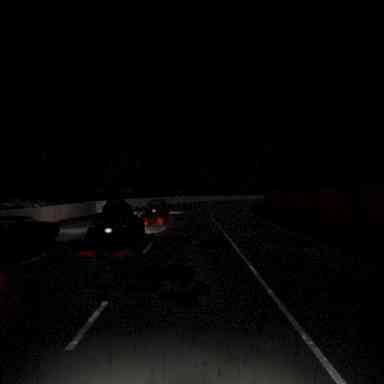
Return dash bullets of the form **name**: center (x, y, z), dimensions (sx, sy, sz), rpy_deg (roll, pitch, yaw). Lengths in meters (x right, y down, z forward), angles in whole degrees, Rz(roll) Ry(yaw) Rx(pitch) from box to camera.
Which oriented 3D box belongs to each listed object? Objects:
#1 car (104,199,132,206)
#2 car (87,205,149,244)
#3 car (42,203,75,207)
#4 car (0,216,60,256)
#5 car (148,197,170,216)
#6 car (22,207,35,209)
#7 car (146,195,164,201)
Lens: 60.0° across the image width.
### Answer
- **car**: center (-6.760, 1.452, 30.435), dimensions (1.837, 1.490, 4.892), rpy_deg (0, 0, 2)
- **car**: center (-3.403, 1.537, 15.534), dimensions (1.994, 1.385, 4.181), rpy_deg (0, 0, 0)
- **car**: center (-13.668, 1.444, 34.987), dimensions (1.837, 1.490, 4.892), rpy_deg (0, 0, 5)
- **car**: center (-6.903, 1.578, 12.936), dimensions (1.895, 1.301, 4.718), rpy_deg (0, 0, 0)
- **car**: center (-3.236, 1.471, 31.381), dimensions (1.812, 1.442, 4.674), rpy_deg (0, 0, 2)
- **car**: center (-16.984, 1.461, 37.291), dimensions (1.812, 1.442, 4.674), rpy_deg (0, 0, 6)
- **car**: center (-8.701, 1.364, 78.092), dimensions (1.837, 1.490, 4.892), rpy_deg (0, 0, 28)
